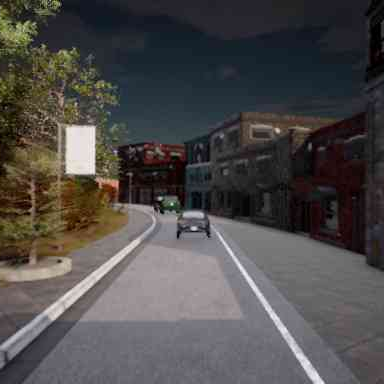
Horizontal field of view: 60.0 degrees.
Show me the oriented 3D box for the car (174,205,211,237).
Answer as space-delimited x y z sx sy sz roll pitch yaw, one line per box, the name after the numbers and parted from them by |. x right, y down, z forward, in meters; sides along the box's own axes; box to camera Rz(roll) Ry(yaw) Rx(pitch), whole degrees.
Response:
0.038 1.687 19.098 1.812 1.442 4.674 0 -1 -2 | car

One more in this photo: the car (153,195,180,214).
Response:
-2.941 1.349 37.916 2.150 2.045 5.566 0 1 -17 | car
